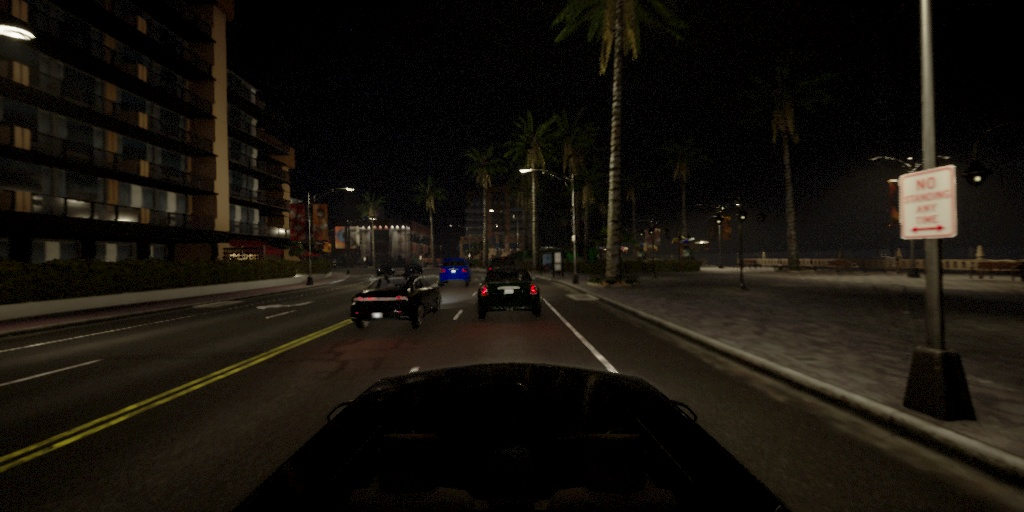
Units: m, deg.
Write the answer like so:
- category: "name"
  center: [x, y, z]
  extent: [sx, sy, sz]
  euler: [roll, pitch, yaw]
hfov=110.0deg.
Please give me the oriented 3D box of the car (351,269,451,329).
- category: "car"
  center: [-3.599, 1.368, 11.887]
  extent: [2.128, 1.511, 4.902]
  euler: [-1, 0, -1]

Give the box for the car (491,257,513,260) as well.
- category: "car"
  center: [-0.839, 1.113, 28.032]
  extent: [2.150, 2.045, 5.566]
  euler: [-1, 0, -5]

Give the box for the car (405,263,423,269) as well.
- category: "car"
  center: [-13.010, 1.727, 47.514]
  extent: [1.882, 1.535, 5.008]
  euler: [-1, 0, -23]

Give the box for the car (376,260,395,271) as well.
- category: "car"
  center: [-16.110, 1.663, 45.786]
  extent: [2.097, 1.767, 4.553]
  euler: [-1, 0, -23]

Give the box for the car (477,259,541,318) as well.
- category: "car"
  center: [-0.132, 1.159, 13.560]
  extent: [2.097, 1.767, 4.553]
  euler: [-1, 0, -1]

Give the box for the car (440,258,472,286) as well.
- category: "car"
  center: [-4.332, 1.190, 27.879]
  extent: [2.150, 2.045, 5.566]
  euler: [-1, 0, -5]
